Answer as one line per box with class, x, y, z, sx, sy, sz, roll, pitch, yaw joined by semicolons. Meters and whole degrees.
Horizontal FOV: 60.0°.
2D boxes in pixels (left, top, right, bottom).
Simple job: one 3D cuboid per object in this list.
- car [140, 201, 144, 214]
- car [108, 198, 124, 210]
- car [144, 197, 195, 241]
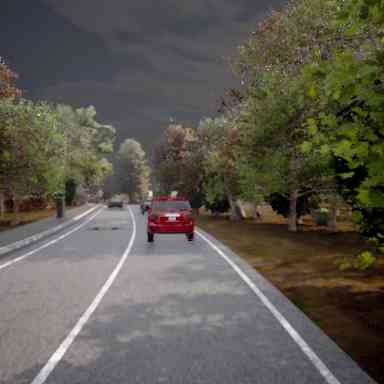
car;-4.525;1.583;35.463;2.033;1.411;5.357;1;0;-12
car;-9.943;1.529;43.574;2.033;1.411;5.357;1;0;-11
car;-1.212;1.250;17.032;2.150;2.045;5.566;1;0;-8
